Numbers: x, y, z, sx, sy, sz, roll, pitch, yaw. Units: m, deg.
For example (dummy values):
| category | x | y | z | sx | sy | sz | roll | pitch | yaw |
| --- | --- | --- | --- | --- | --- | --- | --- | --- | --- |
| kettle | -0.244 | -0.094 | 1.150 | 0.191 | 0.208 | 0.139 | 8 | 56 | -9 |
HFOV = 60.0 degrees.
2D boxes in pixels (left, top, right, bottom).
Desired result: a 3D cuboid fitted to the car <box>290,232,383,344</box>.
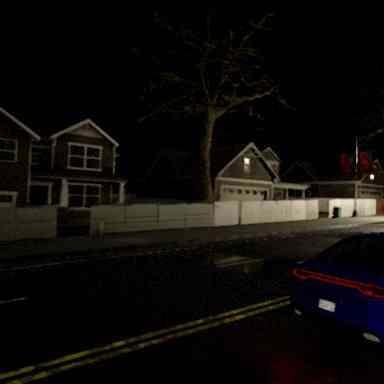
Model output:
| category | x | y | z | sx | sy | sz | roll | pitch | yaw |
| --- | --- | --- | --- | --- | --- | --- | --- | --- | --- |
| car | 3.976 | 1.504 | 6.272 | 5.008 | 1.535 | 1.882 | 0 | 0 | -36 |
